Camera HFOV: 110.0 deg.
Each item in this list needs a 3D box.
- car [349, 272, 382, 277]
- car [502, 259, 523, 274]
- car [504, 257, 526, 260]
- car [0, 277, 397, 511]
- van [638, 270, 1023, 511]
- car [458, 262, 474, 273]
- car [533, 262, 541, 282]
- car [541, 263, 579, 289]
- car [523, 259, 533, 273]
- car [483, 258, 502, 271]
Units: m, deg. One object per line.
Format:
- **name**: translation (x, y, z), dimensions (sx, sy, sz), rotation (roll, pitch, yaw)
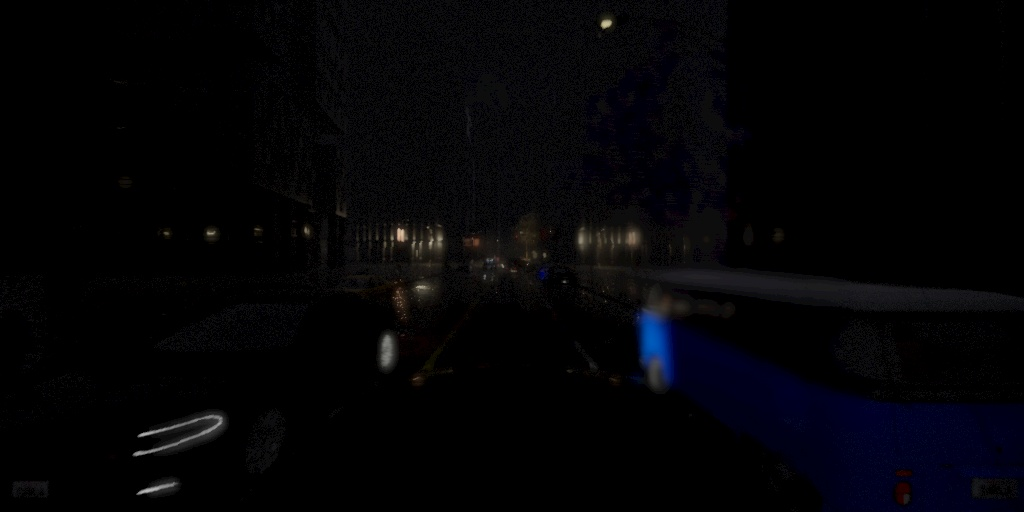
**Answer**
- **car**: translation (-5.761, 1.306, 13.458), dimensions (1.751, 1.417, 4.829), rotation (0, 0, 0)
- **car**: translation (0.047, 1.369, 42.969), dimensions (1.837, 1.490, 4.892), rotation (0, 0, 1)
- **car**: translation (1.277, 1.258, 57.305), dimensions (2.097, 1.767, 4.553), rotation (0, 0, 36)
- **car**: translation (-3.100, 1.235, 4.805), dimensions (1.882, 1.535, 5.008), rotation (0, 0, 0)
- **van**: translation (2.763, 1.096, 3.901), dimensions (1.690, 1.789, 3.998), rotation (0, 0, 0)
- **car**: translation (-5.757, 1.419, 45.122), dimensions (2.007, 1.370, 4.403), rotation (0, 0, 0)
- **car**: translation (3.144, 1.302, 30.415), dimensions (1.882, 1.535, 5.008), rotation (0, 0, 0)
- **car**: translation (3.152, 1.332, 23.415), dimensions (1.812, 1.442, 4.674), rotation (0, 0, 0)
- **car**: translation (2.769, 1.419, 45.118), dimensions (2.007, 1.370, 4.403), rotation (0, 0, 0)
- **car**: translation (-2.993, 1.400, 50.750), dimensions (2.128, 1.511, 4.902), rotation (0, 0, 0)
